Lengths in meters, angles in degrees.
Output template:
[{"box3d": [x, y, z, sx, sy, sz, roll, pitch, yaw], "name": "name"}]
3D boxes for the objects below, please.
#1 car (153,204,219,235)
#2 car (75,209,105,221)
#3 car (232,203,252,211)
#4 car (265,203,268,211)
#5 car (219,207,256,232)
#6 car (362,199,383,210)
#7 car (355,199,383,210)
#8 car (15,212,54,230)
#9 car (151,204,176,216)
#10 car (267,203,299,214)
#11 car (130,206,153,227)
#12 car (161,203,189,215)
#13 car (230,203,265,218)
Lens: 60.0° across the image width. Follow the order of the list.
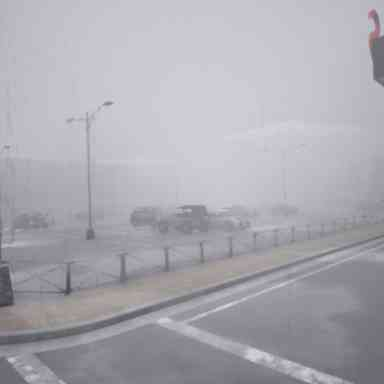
[{"box3d": [-0.481, 1.825, 22.314, 3.866, 1.878, 1.905, -4, -2, 45], "name": "car"}, {"box3d": [-13.725, 3.054, 44.720, 5.027, 1.636, 2.152, -4, -2, 45], "name": "car"}, {"box3d": [10.376, 3.103, 69.105, 3.633, 1.501, 1.845, -4, -2, 45], "name": "car"}, {"box3d": [13.495, 2.780, 61.749, 3.806, 1.475, 1.970, -4, -2, 45], "name": "car"}, {"box3d": [2.315, 2.062, 24.219, 3.806, 1.475, 1.970, -4, -2, 45], "name": "car"}, {"box3d": [28.731, 1.845, 50.686, 4.514, 1.523, 2.007, -4, -2, 45], "name": "car"}, {"box3d": [26.546, 1.850, 48.435, 5.027, 1.636, 2.152, -4, -2, 45], "name": "car"}, {"box3d": [-15.664, 2.906, 32.383, 4.514, 1.523, 2.007, -4, -2, 45], "name": "car"}, {"box3d": [-4.664, 2.909, 53.752, 3.866, 1.878, 1.905, -4, -2, 45], "name": "car"}, {"box3d": [12.745, 2.264, 45.507, 3.633, 1.501, 1.845, -4, -2, 45], "name": "car"}, {"box3d": [-3.698, 2.198, 30.202, 4.605, 1.855, 1.932, -4, -2, 45], "name": "car"}, {"box3d": [-2.896, 2.933, 56.094, 4.605, 1.855, 1.932, -4, -2, 45], "name": "car"}, {"box3d": [5.635, 2.298, 38.484, 4.514, 1.523, 2.007, -4, -2, 45], "name": "car"}]
